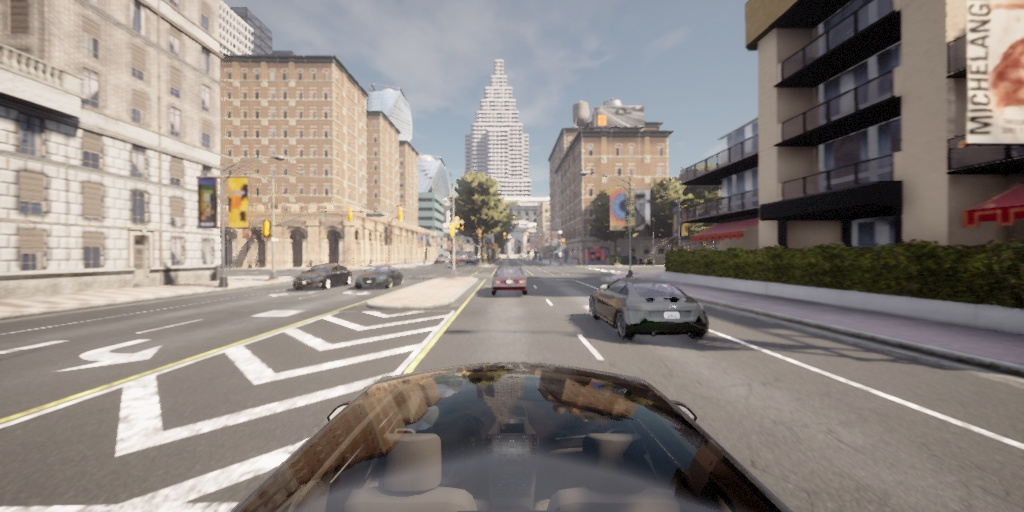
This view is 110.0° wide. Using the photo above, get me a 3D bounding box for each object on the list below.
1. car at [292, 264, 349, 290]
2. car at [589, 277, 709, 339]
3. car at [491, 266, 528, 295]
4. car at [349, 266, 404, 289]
[{"bbox_3d":[-11.809,1.285,22.727,1.837,1.490,4.892,0,0,-1],"label":"car"},{"bbox_3d":[3.487,1.268,9.890,1.994,1.385,4.181,0,0,-1],"label":"car"},{"bbox_3d":[-0.153,1.242,19.366,2.033,1.411,5.357,0,0,-1],"label":"car"},{"bbox_3d":[-8.309,1.307,22.773,1.994,1.385,4.181,0,0,-1],"label":"car"}]
